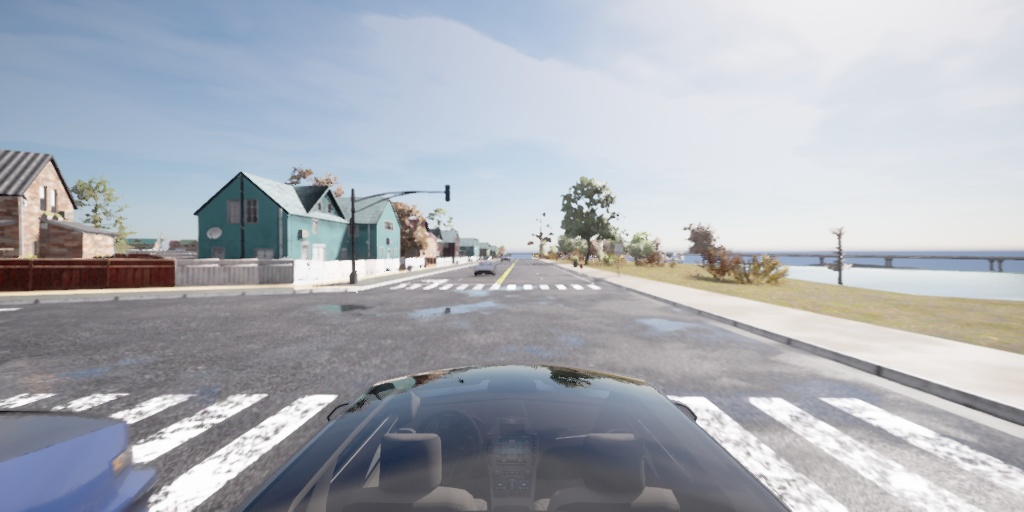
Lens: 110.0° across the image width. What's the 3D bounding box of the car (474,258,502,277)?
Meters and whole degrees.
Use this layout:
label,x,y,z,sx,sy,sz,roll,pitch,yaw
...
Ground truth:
label,x,y,z,sx,sy,sz,roll,pitch,yaw
car,-2.348,1.155,33.194,2.033,1.411,5.357,0,0,2
